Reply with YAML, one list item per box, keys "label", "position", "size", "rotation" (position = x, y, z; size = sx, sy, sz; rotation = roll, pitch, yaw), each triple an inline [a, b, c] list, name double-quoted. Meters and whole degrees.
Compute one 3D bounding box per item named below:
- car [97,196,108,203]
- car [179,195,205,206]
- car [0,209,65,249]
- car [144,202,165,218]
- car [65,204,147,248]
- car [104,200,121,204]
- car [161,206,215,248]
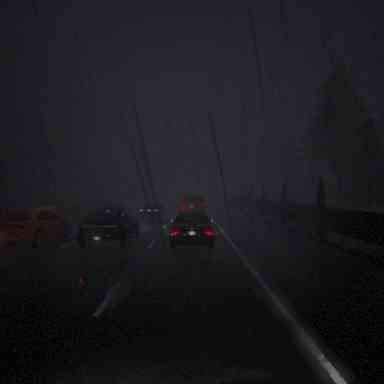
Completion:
- label: "car"
  position: [-18.672, 1.502, 69.611]
  size: [1.812, 1.442, 4.674]
  rotation: [0, 0, -8]
- label: "car"
  position: [0.000, 1.255, 29.680]
  size: [2.150, 2.045, 5.566]
  rotation: [0, 0, 0]
- label: "car"
  position: [-7.000, 1.482, 14.650]
  size: [1.882, 1.535, 5.008]
  rotation: [0, 0, 0]
- label: "car"
  position: [-3.500, 1.561, 29.650]
  size: [2.033, 1.411, 5.357]
  rotation: [0, 0, 0]
- label: "car"
  position: [-3.500, 1.492, 14.650]
  size: [2.128, 1.511, 4.902]
  rotation: [0, 0, 0]
- label: "car"
  position: [-7.000, 1.570, 29.650]
  size: [1.994, 1.385, 4.181]
  rotation: [0, 0, 0]
- label: "car"
  position: [0.000, 1.560, 14.650]
  size: [2.033, 1.411, 5.357]
  rotation: [0, 0, 0]
